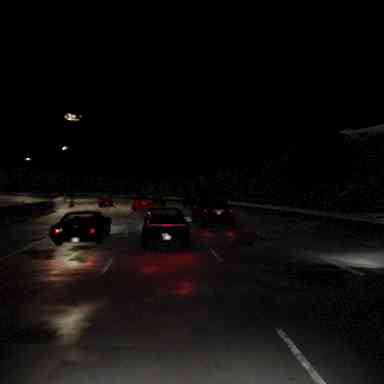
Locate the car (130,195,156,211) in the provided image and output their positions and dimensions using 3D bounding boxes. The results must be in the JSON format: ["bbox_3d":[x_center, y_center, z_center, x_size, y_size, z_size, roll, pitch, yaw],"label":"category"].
[{"bbox_3d":[-5.622,1.166,36.929,2.097,1.767,4.553,0,0,-15],"label":"car"}]

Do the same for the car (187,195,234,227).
[{"bbox_3d":[1.249,1.276,22.152,2.097,1.767,4.553,0,0,-10],"label":"car"}]

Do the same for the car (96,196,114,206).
[{"bbox_3d":[-11.918,1.257,45.668,1.812,1.442,4.674,1,0,-19],"label":"car"}]

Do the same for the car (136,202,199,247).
[{"bbox_3d":[-1.208,1.427,14.588,2.128,1.511,4.902,1,0,-7],"label":"car"}]

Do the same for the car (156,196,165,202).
[{"bbox_3d":[-5.213,1.254,47.759,1.882,1.535,5.008,1,0,-19],"label":"car"}]

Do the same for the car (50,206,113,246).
[{"bbox_3d":[-4.737,1.507,14.841,1.895,1.301,4.718,0,0,-8],"label":"car"}]

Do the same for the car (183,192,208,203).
[{"bbox_3d":[0.475,1.067,41.783,2.150,2.045,5.566,1,0,-17],"label":"car"}]
